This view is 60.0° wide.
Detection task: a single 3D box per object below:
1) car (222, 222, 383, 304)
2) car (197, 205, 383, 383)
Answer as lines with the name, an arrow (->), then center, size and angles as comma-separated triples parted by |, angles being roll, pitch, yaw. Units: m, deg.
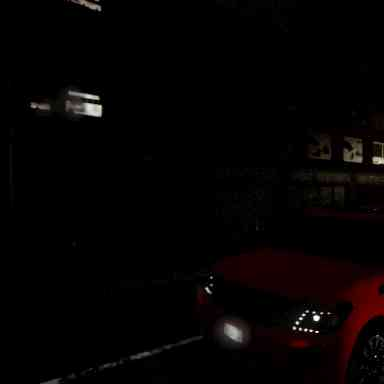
car -> 3.068, 1.609, 8.745 | 4.313, 1.339, 1.947 | 0, -1, -35
car -> 2.746, 1.253, 5.307 | 5.566, 2.045, 2.150 | 1, 0, -34
